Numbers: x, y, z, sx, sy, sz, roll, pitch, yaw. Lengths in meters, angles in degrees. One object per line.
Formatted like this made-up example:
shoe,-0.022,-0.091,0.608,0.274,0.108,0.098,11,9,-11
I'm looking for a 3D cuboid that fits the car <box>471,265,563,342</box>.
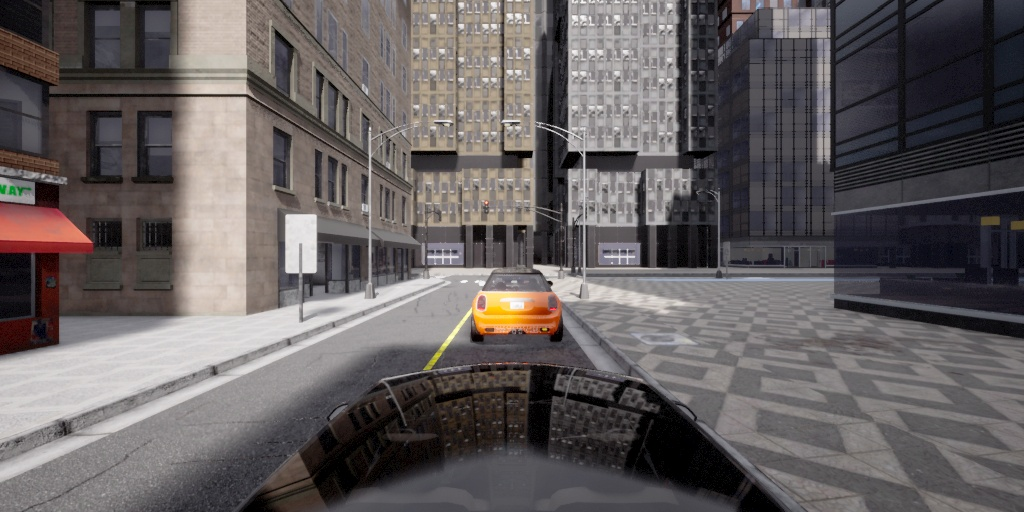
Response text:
car,0.104,1.102,9.967,2.097,1.767,4.553,0,0,0
